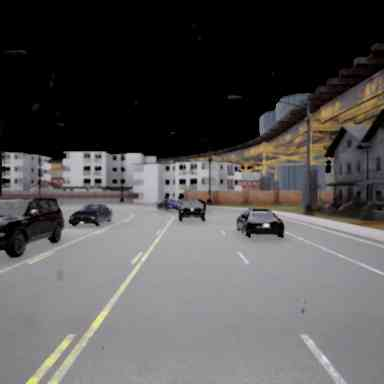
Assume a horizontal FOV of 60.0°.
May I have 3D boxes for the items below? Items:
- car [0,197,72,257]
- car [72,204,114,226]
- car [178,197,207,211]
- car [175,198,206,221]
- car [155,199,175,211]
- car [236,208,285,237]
[{"bbox_3d":[-7.002,1.235,13.279,2.150,2.045,5.566,0,0,0],"label":"car"},{"bbox_3d":[-7.005,1.572,23.785,2.033,1.411,5.357,0,0,0],"label":"car"},{"bbox_3d":[0.033,1.521,42.962,1.882,1.535,5.008,0,0,-23],"label":"car"},{"bbox_3d":[-0.092,1.380,27.689,2.097,1.767,4.553,0,0,-3],"label":"car"},{"bbox_3d":[-2.939,1.589,41.099,2.033,1.411,5.357,0,0,-23],"label":"car"},{"bbox_3d":[3.597,1.582,18.089,1.994,1.385,4.181,0,0,0],"label":"car"}]
